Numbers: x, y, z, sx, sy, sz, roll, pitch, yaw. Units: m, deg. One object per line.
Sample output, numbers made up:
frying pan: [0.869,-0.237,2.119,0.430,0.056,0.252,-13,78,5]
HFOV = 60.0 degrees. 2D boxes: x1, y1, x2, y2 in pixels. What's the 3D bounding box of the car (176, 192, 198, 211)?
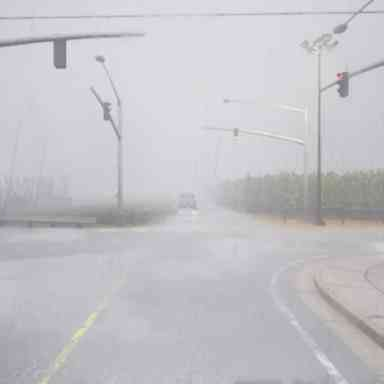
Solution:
car: [-0.601,1.097,38.980,2.150,2.045,5.566,0,2,-3]
